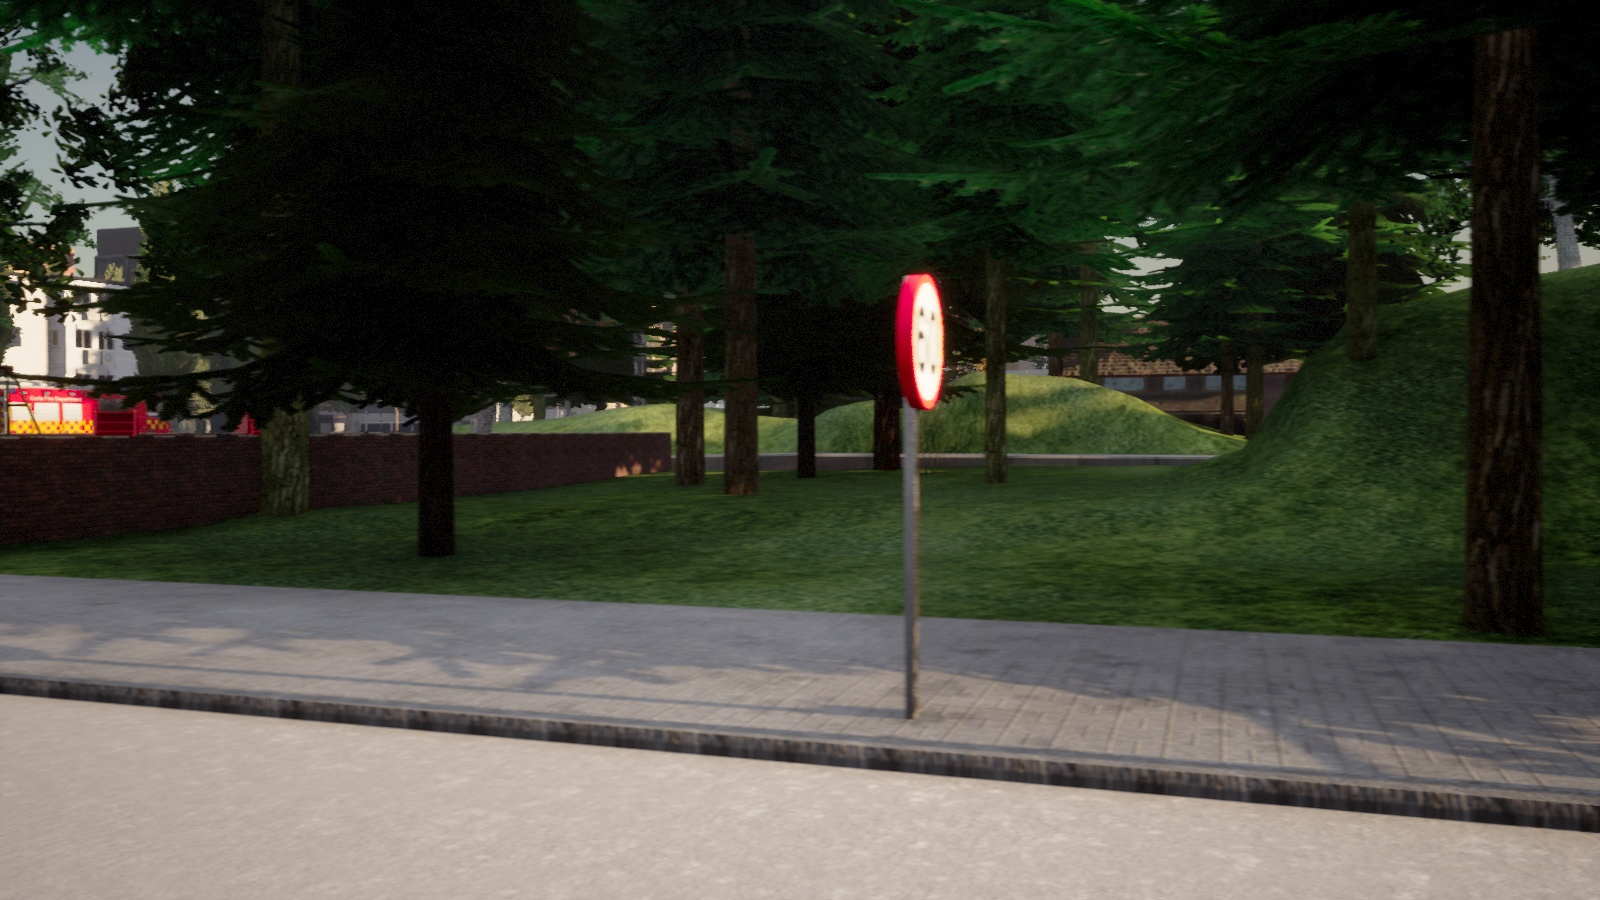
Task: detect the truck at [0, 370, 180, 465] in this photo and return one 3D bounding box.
[{"bbox_3d":[-31.588,-1.390,54.910,2.891,3.827,8.468,1,1,19],"label":"truck"}]
